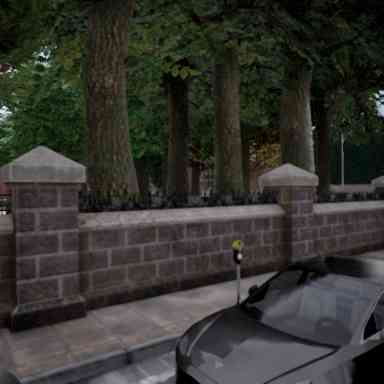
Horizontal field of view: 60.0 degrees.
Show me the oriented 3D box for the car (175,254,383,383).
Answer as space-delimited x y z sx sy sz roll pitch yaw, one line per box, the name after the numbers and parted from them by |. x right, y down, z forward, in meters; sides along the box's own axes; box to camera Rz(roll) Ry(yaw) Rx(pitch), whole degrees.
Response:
1.845 1.562 4.132 4.313 1.339 1.947 0 0 -35 | car

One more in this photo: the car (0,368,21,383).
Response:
-2.787 1.553 0.830 4.403 1.369 2.008 0 0 -35 | car
